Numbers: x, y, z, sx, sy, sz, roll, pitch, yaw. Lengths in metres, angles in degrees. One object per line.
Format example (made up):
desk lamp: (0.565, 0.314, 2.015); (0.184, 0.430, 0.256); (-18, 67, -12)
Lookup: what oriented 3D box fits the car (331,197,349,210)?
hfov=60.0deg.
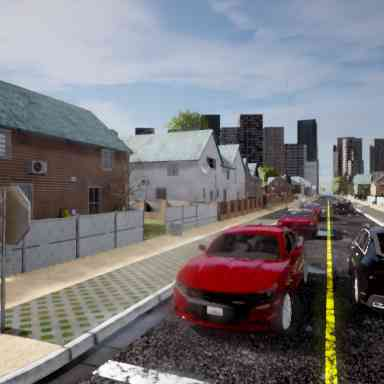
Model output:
car: (19.797, 1.508, 44.597); (2.128, 1.511, 4.902); (0, 0, 22)

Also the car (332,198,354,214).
car: (15.905, 1.504, 34.987); (2.128, 1.511, 4.902); (0, 0, 23)

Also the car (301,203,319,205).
car: (9.759, 1.613, 27.589); (1.895, 1.301, 4.718); (0, 0, 22)

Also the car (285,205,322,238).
car: (5.850, 1.609, 18.069); (1.895, 1.301, 4.718); (0, 0, 22)

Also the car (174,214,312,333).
car: (1.341, 1.483, 7.184); (1.882, 1.535, 5.008); (0, 0, 24)

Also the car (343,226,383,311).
car: (4.534, 1.507, 7.352); (1.837, 1.490, 4.892); (0, 0, 22)
